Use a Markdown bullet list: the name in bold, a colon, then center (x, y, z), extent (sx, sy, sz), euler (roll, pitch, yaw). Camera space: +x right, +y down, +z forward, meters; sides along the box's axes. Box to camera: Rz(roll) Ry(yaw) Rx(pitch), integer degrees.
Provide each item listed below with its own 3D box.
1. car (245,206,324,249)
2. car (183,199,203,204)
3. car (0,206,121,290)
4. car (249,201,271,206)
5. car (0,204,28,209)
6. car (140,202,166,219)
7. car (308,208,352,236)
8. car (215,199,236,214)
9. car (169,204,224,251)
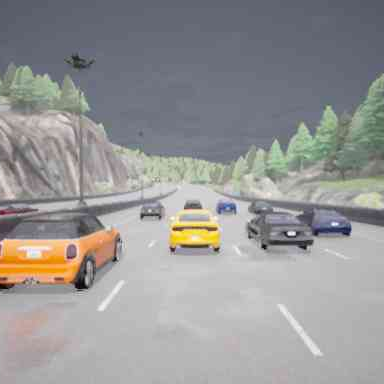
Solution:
- **car**: center (3.603, 1.556, 14.549), extent (2.033, 1.411, 5.357), euler (0, 0, 0)
- **car**: center (0.106, 1.525, 34.360), extent (1.837, 1.490, 4.892), euler (0, 0, 0)
- **car**: center (-3.398, 1.358, 9.289), extent (2.097, 1.767, 4.553), euler (0, 0, 0)
- **car**: center (7.106, 1.585, 34.767), extent (1.994, 1.385, 4.181), euler (0, 0, 0)
- **car**: center (-14.093, 1.616, 26.210), extent (1.895, 1.301, 4.718), euler (0, 0, 0)
- **car**: center (-3.395, 1.565, 29.263), extent (2.033, 1.411, 5.357), euler (0, 0, 0)
- **car**: center (7.103, 1.575, 18.537), extent (1.994, 1.385, 4.181), euler (0, 0, 0)
- **car**: center (3.606, 1.499, 35.784), extent (1.882, 1.535, 5.008), euler (0, 0, 0)
- **car**: center (0.103, 1.486, 14.093), extent (1.882, 1.535, 5.008), euler (0, 0, 0)
